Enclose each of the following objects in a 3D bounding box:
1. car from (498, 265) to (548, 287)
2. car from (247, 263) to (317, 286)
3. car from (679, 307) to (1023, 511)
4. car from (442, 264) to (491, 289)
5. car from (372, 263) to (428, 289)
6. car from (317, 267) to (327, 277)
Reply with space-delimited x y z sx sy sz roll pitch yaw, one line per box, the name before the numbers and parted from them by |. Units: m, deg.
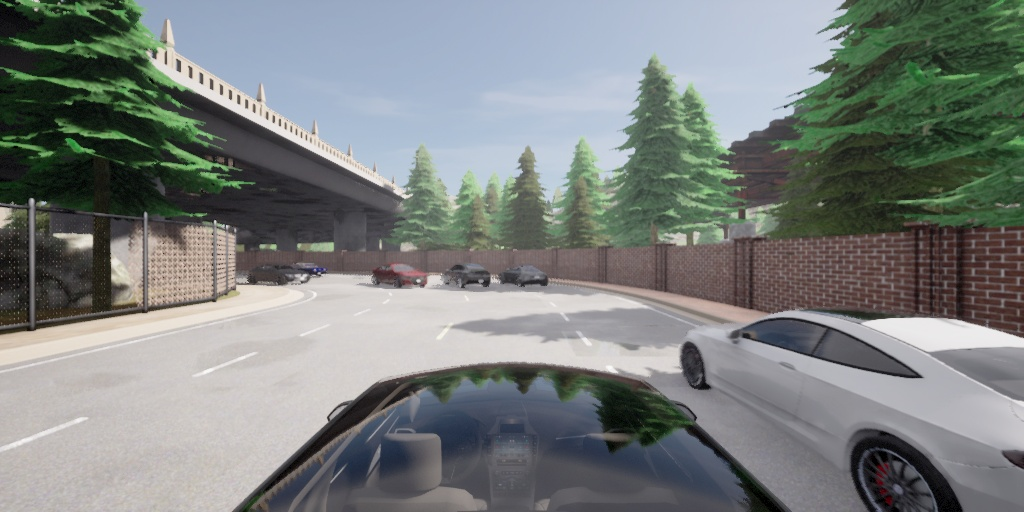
car | 0.657 1.295 24.231 1.994 1.385 4.181 0 0 -27
car | -16.275 1.256 24.927 4.674 1.442 1.812 0 0 21
car | 3.598 1.274 3.828 1.812 1.442 4.674 0 0 0
car | -3.072 1.237 23.458 1.837 1.490 4.892 2 -1 -30
car | -7.301 1.210 23.190 1.882 1.535 5.008 1 -1 -44
car | -19.979 1.324 33.692 4.718 1.301 1.895 0 0 14
